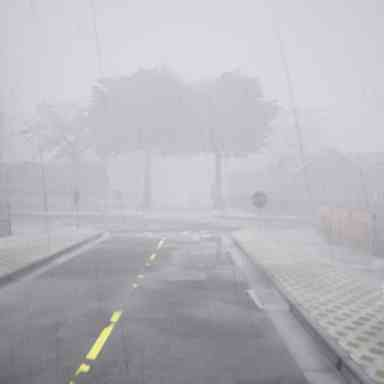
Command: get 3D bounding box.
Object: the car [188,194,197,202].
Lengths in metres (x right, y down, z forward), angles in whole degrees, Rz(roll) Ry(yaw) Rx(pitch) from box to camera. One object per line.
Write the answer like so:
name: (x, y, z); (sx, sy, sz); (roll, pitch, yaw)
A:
car: (0.083, 1.449, 77.877); (2.097, 1.767, 4.553); (0, 0, 0)

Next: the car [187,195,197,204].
car: (0.072, 1.690, 67.857); (1.994, 1.385, 4.181); (0, 0, 0)
